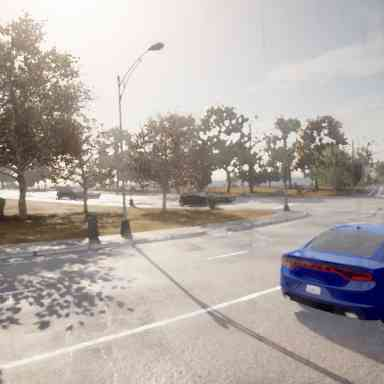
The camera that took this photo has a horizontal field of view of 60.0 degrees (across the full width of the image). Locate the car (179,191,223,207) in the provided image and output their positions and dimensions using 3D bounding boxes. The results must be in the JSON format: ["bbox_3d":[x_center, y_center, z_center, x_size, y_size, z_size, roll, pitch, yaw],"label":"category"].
[{"bbox_3d":[0.742,0.717,37.899,4.553,1.767,2.097,0,3,33],"label":"car"}]

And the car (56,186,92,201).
[{"bbox_3d":[-18.296,0.142,50.468,5.566,2.045,2.150,2,4,34],"label":"car"}]

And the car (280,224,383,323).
[{"bbox_3d":[3.919,1.421,7.047,5.008,1.535,1.882,-1,1,-39],"label":"car"}]

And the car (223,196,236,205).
[{"bbox_3d":[2.983,0.804,40.623,4.718,1.301,1.895,0,3,33],"label":"car"}]

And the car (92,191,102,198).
[{"bbox_3d":[-16.713,0.343,53.635,4.718,1.301,1.895,2,4,34],"label":"car"}]
